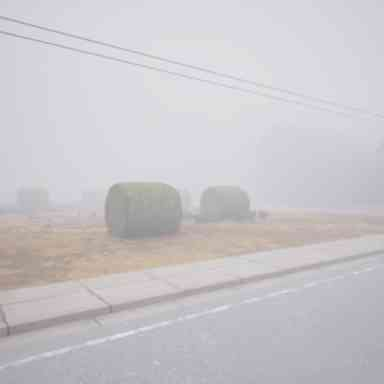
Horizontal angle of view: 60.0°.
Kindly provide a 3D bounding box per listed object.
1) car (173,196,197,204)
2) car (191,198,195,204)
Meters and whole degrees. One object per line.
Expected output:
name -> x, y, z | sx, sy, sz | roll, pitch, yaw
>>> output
car -> -1.495, 1.556, 67.455 | 2.033, 1.411, 5.357 | 0, 0, -37
car -> -1.352, 1.379, 61.378 | 2.097, 1.767, 4.553 | 0, 0, -37
